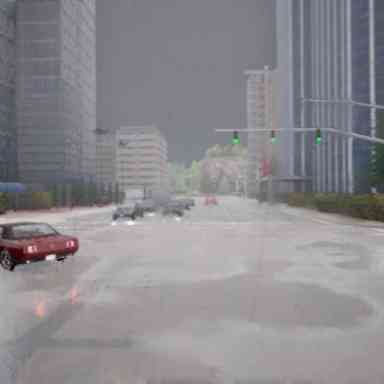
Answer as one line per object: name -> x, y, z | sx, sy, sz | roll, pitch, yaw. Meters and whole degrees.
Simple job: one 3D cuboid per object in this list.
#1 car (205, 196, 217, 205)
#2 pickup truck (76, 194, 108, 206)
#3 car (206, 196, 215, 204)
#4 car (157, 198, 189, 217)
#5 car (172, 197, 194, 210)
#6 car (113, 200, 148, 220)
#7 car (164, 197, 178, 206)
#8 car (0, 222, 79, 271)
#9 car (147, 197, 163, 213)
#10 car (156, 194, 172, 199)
car -> 3.341, 1.435, 59.207 | 2.097, 1.767, 4.553 | -1, 0, 3
pickup truck -> -16.999, 1.314, 56.091 | 2.390, 2.098, 6.274 | -1, 0, 34
car -> 3.935, 1.622, 69.480 | 1.812, 1.442, 4.674 | -1, 0, 3
car -> -1.768, 1.626, 33.156 | 2.033, 1.411, 5.357 | -1, 0, 3
car -> -1.170, 1.597, 42.981 | 1.837, 1.490, 4.892 | -1, 0, 3
car -> -5.499, 1.630, 29.316 | 1.812, 1.442, 4.674 | -1, 0, 5
car -> -3.662, 1.623, 59.389 | 1.882, 1.535, 5.008 | -1, 0, 3
car -> -5.975, 1.675, 11.233 | 4.718, 1.301, 1.895 | -1, 0, 37
car -> -4.947, 1.622, 38.553 | 1.837, 1.490, 4.892 | -1, 0, 3
car -> -4.287, 1.352, 48.939 | 2.150, 2.045, 5.566 | -1, 0, 4
